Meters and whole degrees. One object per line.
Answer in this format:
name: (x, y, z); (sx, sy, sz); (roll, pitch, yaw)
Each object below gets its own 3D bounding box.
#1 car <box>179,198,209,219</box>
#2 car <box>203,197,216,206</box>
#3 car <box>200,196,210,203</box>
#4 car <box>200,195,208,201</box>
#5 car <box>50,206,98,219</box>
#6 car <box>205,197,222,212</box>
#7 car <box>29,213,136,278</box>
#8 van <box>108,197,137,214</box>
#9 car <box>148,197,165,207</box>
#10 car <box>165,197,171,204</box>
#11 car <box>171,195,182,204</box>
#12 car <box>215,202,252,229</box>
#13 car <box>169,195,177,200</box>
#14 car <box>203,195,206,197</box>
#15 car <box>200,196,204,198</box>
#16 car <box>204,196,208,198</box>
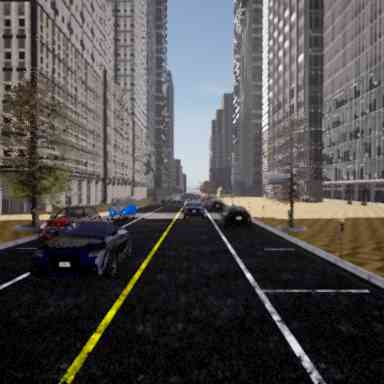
car: (0.173, 1.537, 28.648); (2.033, 1.411, 5.357); (0, 0, 1)
car: (2.895, 1.545, 55.373); (1.947, 1.339, 4.313); (0, 0, 0)
car: (2.615, 1.496, 67.922); (1.812, 1.442, 4.674); (0, 0, 0)
car: (3.009, 1.485, 83.757); (1.752, 1.417, 4.829); (0, 0, 0)
car: (-5.645, 1.426, 15.917); (1.967, 1.590, 4.097); (0, 0, 0)
car: (2.828, 1.555, 38.445); (1.947, 1.339, 4.313); (0, 0, 0)
car: (-3.066, 1.556, 10.010); (1.994, 1.385, 4.181); (0, 0, 0)
van: (-5.601, 1.322, 27.200); (1.690, 1.788, 3.998); (0, 0, 0)
car: (-5.507, 1.551, 49.765); (1.802, 1.307, 4.206); (0, 0, 0)
car: (-5.463, 1.528, 61.047); (1.947, 1.339, 4.313); (0, 0, 0)
car: (-2.768, 1.512, 63.343); (2.033, 1.411, 5.357); (0, 0, 1)
car: (2.760, 1.563, 21.517); (1.947, 1.339, 4.313); (0, 0, 0)
car: (-5.326, 1.488, 94.895); (2.008, 1.369, 4.403); (0, 0, 0)
car: (2.872, 1.422, 49.730); (1.967, 1.590, 4.097); (0, 0, 0)
car: (0.236, 1.546, 44.136); (1.994, 1.385, 4.181); (0, 0, 1)
car: (2.850, 1.568, 44.088); (1.802, 1.307, 4.206); (0, 0, 0)
